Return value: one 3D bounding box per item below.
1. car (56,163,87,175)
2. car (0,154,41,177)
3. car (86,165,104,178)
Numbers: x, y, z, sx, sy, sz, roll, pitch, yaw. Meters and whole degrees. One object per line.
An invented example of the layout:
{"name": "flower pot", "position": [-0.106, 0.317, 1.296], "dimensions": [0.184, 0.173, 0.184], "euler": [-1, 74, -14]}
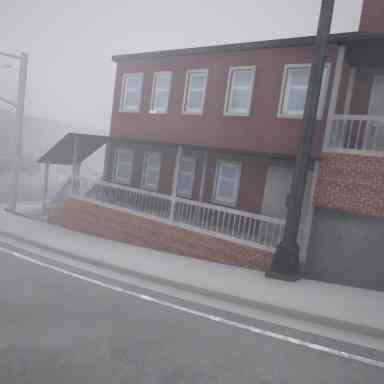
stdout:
{"name": "car", "position": [-15.228, -3.037, 43.273], "dimensions": [1.837, 1.490, 4.892], "euler": [11, 7, 35]}
{"name": "car", "position": [-18.029, -2.757, 33.390], "dimensions": [2.150, 2.045, 5.566], "euler": [11, 7, 36]}
{"name": "car", "position": [-10.757, -2.497, 43.554], "dimensions": [1.882, 1.535, 5.008], "euler": [11, 7, 35]}
